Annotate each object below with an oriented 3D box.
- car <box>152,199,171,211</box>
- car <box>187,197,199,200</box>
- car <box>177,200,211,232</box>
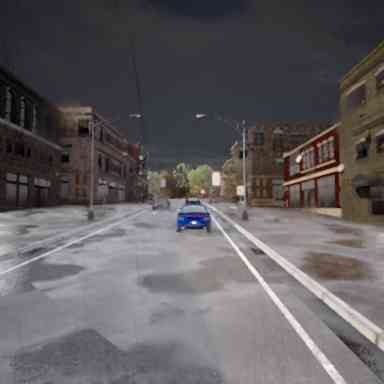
[{"bbox_3d":[-3.549,1.498,39.436,1.994,1.385,4.181,0,0,1],"label":"car"},{"bbox_3d":[0.083,1.409,41.046,1.882,1.535,5.008,0,0,0],"label":"car"},{"bbox_3d":[0.104,1.448,19.869,1.882,1.535,5.008,0,0,0],"label":"car"}]
